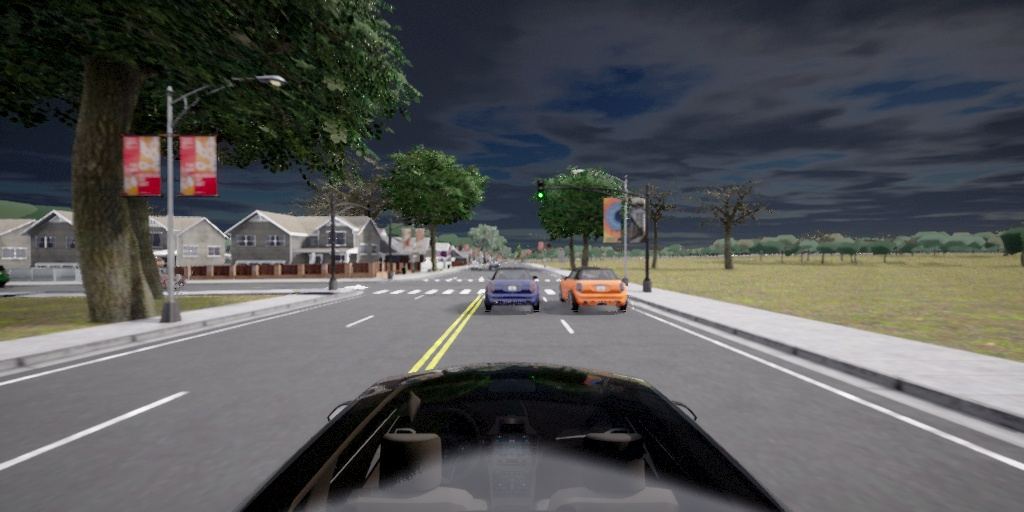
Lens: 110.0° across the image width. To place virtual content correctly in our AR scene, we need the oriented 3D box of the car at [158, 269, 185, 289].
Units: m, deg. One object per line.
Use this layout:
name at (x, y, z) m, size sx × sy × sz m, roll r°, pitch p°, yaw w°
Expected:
car at (-27.014, 1.624, 26.491) m, size 4.553 × 1.767 × 2.097 m, roll -1°, pitch 0°, yaw 1°

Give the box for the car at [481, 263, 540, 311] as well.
car at (0.024, 1.229, 15.258) m, size 2.097 × 1.767 × 4.553 m, roll 0°, pitch -1°, yaw 0°

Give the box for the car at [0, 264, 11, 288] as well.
car at (-44.933, 1.682, 29.411) m, size 5.566 × 2.045 × 2.150 m, roll 0°, pitch 0°, yaw 1°

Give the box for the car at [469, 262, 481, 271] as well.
car at (-6.505, 1.864, 64.036) m, size 1.812 × 1.442 × 4.674 m, roll 0°, pitch -1°, yaw 1°

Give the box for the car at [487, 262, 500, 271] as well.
car at (-3.246, 1.886, 64.036) m, size 2.033 × 1.411 × 5.357 m, roll 0°, pitch -1°, yaw 1°

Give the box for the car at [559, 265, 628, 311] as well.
car at (3.271, 1.229, 15.256) m, size 2.097 × 1.767 × 4.553 m, roll 0°, pitch -1°, yaw 0°
